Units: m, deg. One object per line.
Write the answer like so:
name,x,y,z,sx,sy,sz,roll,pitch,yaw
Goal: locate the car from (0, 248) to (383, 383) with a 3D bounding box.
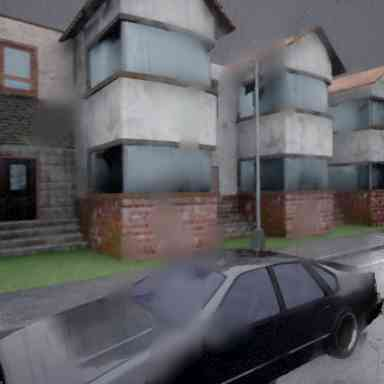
car,0.466,1.535,4.354,5.357,1.411,2.033,-1,0,-36
